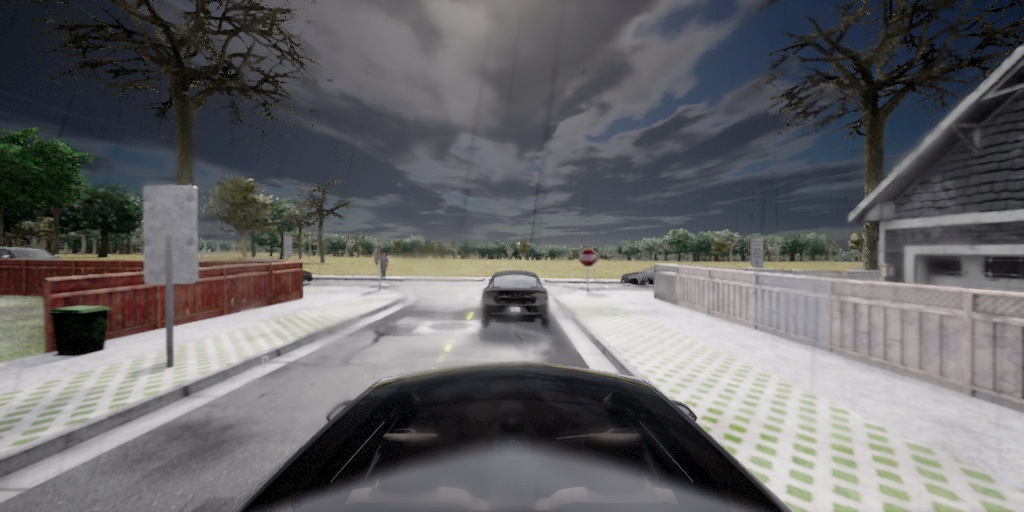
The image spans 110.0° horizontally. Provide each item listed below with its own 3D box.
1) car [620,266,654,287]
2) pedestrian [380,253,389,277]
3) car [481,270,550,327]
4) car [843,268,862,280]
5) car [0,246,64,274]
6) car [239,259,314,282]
[{"bbox_3d":[10.264,1.379,24.454,5.357,1.411,2.033,1,0,-1],"label":"car"},{"bbox_3d":[-9.722,0.667,27.202,0.375,1.860,0.375,0,0,0],"label":"pedestrian"},{"bbox_3d":[0.093,1.195,11.477,1.882,1.535,5.008,0,0,0],"label":"car"},{"bbox_3d":[25.986,1.273,24.575,5.566,2.045,2.150,1,0,0],"label":"car"},{"bbox_3d":[-29.182,0.482,21.189,5.566,2.045,2.150,2,0,0],"label":"car"},{"bbox_3d":[-14.872,1.038,21.299,5.357,1.411,2.033,1,0,0],"label":"car"}]
